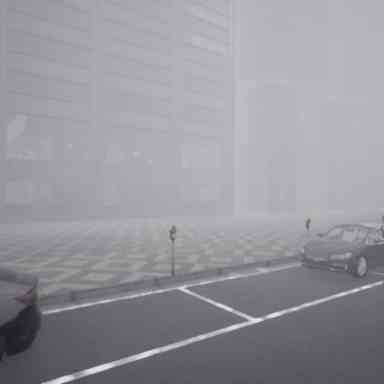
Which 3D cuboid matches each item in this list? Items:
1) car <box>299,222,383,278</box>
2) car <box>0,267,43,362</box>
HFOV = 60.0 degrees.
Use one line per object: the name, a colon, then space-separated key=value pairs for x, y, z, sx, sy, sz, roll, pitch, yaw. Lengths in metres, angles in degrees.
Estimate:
car: x=5.156 y=1.644 z=10.323 sx=4.403 sy=1.369 sz=2.008 roll=1 pitch=-1 yaw=-35
car: x=-4.032 y=1.555 z=3.777 sx=4.313 sy=1.339 sz=1.947 roll=1 pitch=-1 yaw=-35
